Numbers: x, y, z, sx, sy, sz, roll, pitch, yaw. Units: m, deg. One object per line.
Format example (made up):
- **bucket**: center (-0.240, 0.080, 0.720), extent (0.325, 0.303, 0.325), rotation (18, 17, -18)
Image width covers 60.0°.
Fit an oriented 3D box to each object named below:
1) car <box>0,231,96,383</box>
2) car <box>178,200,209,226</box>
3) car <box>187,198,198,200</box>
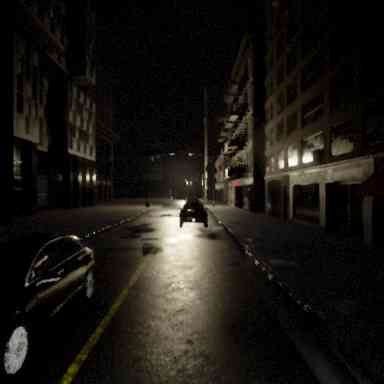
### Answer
- **car**: center (-3.001, 1.501, 5.466), extent (1.837, 1.490, 4.892), rotation (0, 0, 0)
- **car**: center (0.100, 1.519, 23.289), extent (1.837, 1.490, 4.892), rotation (0, 0, 0)
- **car**: center (0.103, 1.522, 41.252), extent (1.882, 1.535, 5.008), rotation (0, 0, 0)
